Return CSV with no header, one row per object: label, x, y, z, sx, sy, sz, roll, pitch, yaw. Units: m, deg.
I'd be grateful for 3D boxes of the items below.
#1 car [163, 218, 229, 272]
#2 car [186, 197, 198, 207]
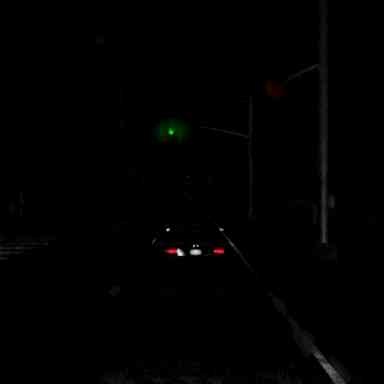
car,0.092,1.565,10.872,2.033,1.411,5.357,0,0,0
car,0.053,1.623,54.263,1.812,1.442,4.674,0,0,0
